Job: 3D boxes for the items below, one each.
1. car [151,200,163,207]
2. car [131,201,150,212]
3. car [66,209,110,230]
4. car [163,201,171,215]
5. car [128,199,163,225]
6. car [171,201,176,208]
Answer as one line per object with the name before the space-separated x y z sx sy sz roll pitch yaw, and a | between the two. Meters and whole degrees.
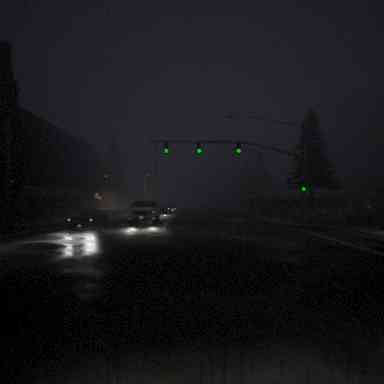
car | -7.771 2.525 74.539 2.033 1.411 5.357 0 -1 0
car | -7.582 2.164 49.558 2.128 1.511 4.902 0 -1 0
car | -7.344 1.925 23.852 1.895 1.301 4.718 0 -1 -1
car | -4.127 2.097 42.765 1.812 1.442 4.674 0 0 0
car | -3.914 1.593 27.782 2.150 2.045 5.566 0 -1 -2
car | -4.216 2.429 64.951 1.994 1.385 4.181 0 -1 0
